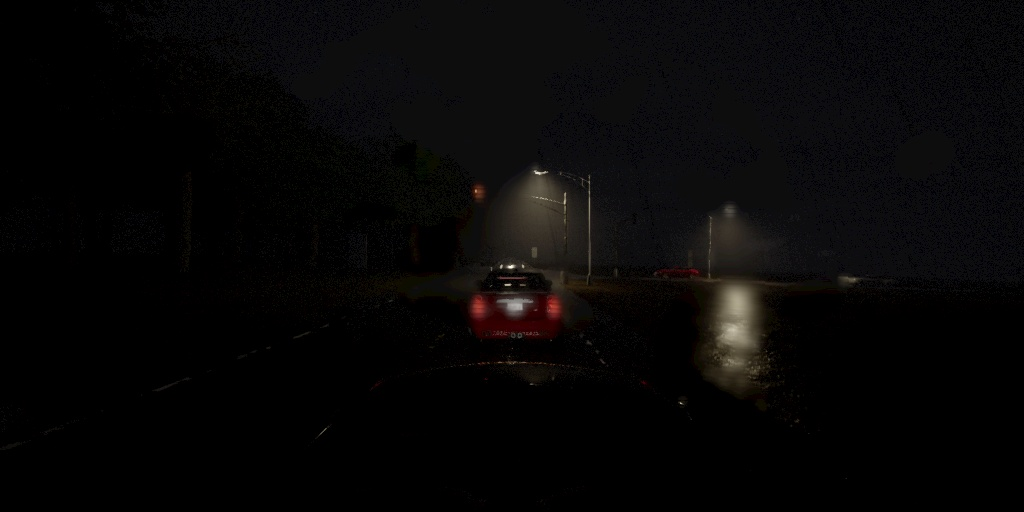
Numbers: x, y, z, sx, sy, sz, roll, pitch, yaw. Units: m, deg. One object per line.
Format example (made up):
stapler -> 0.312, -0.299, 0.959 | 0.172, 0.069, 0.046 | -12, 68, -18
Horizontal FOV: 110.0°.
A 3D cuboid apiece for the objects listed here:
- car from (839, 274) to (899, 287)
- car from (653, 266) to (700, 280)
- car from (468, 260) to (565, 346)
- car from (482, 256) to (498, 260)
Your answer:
car -> 38.135, 2.621, 38.401 | 4.718, 1.301, 1.895 | 2, 0, 0
car -> 17.579, 1.796, 38.344 | 4.674, 1.442, 1.812 | 2, 0, -1
car -> 0.089, 1.088, 9.558 | 2.097, 1.767, 4.553 | 0, 0, 0
car -> -3.659, 0.945, 55.871 | 1.994, 1.385, 4.181 | 0, 1, 0
